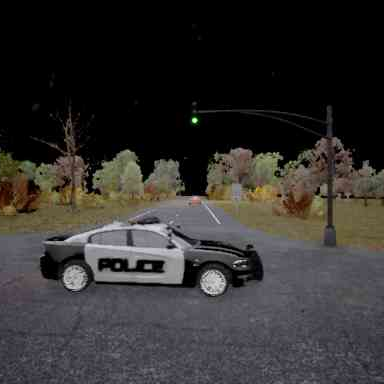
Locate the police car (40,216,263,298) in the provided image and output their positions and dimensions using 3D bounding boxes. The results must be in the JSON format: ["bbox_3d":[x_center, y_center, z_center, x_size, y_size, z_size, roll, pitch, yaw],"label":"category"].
[{"bbox_3d":[-0.964,1.439,8.153,5.238,1.638,1.930,1,0,4],"label":"police car"}]

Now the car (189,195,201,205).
[{"bbox_3d":[0.565,1.400,59.590,2.097,1.767,4.553,0,0,1],"label":"car"}]

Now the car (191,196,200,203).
[{"bbox_3d":[0.660,1.592,69.623,1.812,1.442,4.674,0,0,1],"label":"car"}]
